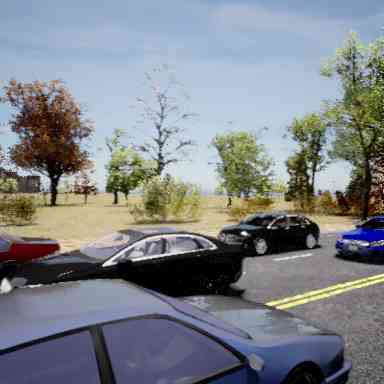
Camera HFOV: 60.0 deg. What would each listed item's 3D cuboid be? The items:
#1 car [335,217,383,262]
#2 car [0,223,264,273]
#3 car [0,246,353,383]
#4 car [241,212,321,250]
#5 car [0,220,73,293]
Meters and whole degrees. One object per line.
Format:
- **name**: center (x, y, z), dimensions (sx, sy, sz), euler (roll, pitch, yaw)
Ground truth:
- **car**: center (7.446, 1.682, 12.608), dimensions (4.674, 1.442, 1.812), euler (1, 0, -33)
- **car**: center (-1.091, 1.514, 6.835), dimensions (4.902, 1.511, 2.128), euler (1, 0, -35)
- **car**: center (-0.862, 1.551, 2.810), dimensions (5.357, 1.411, 2.033), euler (1, 0, -35)
- **car**: center (3.284, 1.618, 13.747), dimensions (4.892, 1.490, 1.837), euler (1, -1, -34)
- **car**: center (-5.738, 1.519, 7.534), dimensions (5.357, 1.411, 2.033), euler (1, 0, -36)
